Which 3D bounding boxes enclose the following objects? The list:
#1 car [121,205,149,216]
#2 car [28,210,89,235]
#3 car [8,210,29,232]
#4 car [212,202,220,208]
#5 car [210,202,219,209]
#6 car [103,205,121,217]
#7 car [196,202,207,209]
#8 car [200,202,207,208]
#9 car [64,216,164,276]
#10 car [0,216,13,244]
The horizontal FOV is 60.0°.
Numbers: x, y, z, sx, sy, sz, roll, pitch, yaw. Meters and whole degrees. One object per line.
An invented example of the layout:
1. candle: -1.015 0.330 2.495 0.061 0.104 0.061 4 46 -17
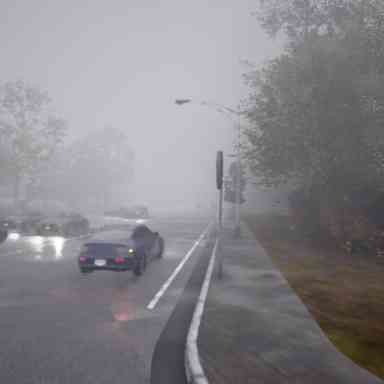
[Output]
1. car: -6.311 2.304 38.562 1.837 1.490 4.892 1 -2 6
2. car: -8.213 1.946 21.340 1.994 1.385 4.181 1 -1 5
3. car: -11.545 1.939 23.047 1.994 1.385 4.181 1 -1 6
4. car: 6.703 3.540 92.735 1.882 1.535 5.008 1 -1 6
5. car: 5.575 3.446 82.378 1.837 1.490 4.892 1 -1 6
6. car: -9.442 2.380 41.980 2.033 1.411 5.357 1 -1 7
7. car: 2.136 3.469 83.136 1.994 1.385 4.181 1 -1 6
8. car: 3.223 3.548 93.113 1.812 1.442 4.674 1 -1 6
9. car: -2.183 1.757 11.089 1.812 1.442 4.674 1 -1 6
10. car: -9.185 1.766 12.373 1.895 1.301 4.718 1 -1 6
